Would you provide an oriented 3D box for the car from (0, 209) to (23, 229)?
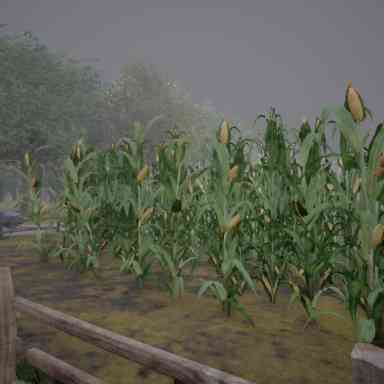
[{"bbox_3d":[-13.719,1.807,22.145,1.812,1.442,4.674,0,-1,32],"label":"car"}]
